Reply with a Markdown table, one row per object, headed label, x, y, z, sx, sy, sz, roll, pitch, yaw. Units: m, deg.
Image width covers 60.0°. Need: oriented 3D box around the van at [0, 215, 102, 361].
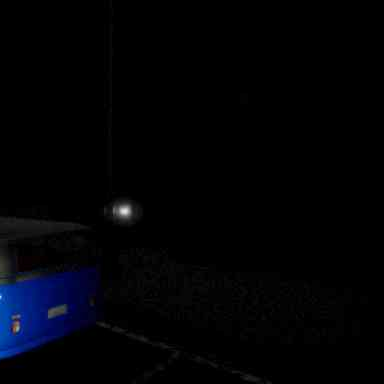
| label | x | y | z | sx | sy | sz | roll | pitch | yaw |
| --- | --- | --- | --- | --- | --- | --- | --- | --- | --- |
| van | -3.247 | 1.292 | 5.392 | 3.998 | 1.788 | 1.690 | 1 | 1 | 35 |
